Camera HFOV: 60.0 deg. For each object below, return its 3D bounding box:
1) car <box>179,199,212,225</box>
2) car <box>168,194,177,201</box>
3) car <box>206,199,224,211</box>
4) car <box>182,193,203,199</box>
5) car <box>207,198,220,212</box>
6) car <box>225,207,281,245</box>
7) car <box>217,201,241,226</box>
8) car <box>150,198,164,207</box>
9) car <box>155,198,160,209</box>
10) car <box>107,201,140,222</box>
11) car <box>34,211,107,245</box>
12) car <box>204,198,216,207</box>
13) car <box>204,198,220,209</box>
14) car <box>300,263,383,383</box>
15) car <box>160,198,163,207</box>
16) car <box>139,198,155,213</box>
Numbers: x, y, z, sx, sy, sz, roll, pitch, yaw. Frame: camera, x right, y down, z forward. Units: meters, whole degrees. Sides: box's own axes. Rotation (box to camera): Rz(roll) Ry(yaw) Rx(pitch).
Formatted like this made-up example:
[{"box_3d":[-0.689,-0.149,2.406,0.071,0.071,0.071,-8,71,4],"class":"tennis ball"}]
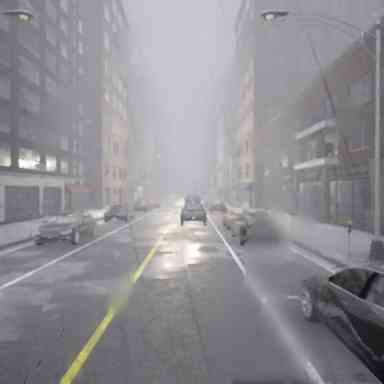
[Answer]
[{"box_3d":[0.108,1.532,24.549,2.128,1.511,4.902,0,0,0],"class":"car"},{"box_3d":[-5.815,1.655,91.628,1.752,1.417,4.829,-1,0,-1],"class":"car"},{"box_3d":[2.862,1.618,43.076,2.008,1.369,4.403,-1,0,0],"class":"car"},{"box_3d":[0.113,1.291,43.053,2.150,2.045,5.566,0,0,0],"class":"car"},{"box_3d":[2.860,1.604,37.547,1.887,1.381,4.507,-1,0,0],"class":"car"},{"box_3d":[2.855,1.592,15.429,1.947,1.339,4.313,-1,0,0],"class":"car"},{"box_3d":[2.856,1.560,21.129,1.752,1.417,4.829,-1,0,0],"class":"car"},{"box_3d":[-5.661,1.649,54.133,1.947,1.339,4.313,-1,0,0],"class":"car"},{"box_3d":[-5.663,1.618,43.072,2.008,1.369,4.403,-1,0,0],"class":"car"},{"box_3d":[-5.668,1.609,26.479,1.947,1.339,4.313,-1,0,0],"class":"car"},{"box_3d":[-5.671,1.576,15.418,2.008,1.369,4.403,-1,0,0],"class":"car"},{"box_3d":[2.865,1.665,54.135,1.802,1.307,4.206,-1,0,0],"class":"car"},{"box_3d":[2.864,1.641,48.605,1.947,1.339,4.313,-1,0,0],"class":"car"},{"box_3d":[2.851,1.574,4.371,1.947,1.339,4.313,-1,0,0],"class":"car"},{"box_3d":[-5.662,1.620,48.602,1.887,1.381,4.507,-1,0,0],"class":"car"},{"box_3d":[-5.665,1.604,37.541,1.887,1.381,4.507,-1,0,0],"class":"car"}]
